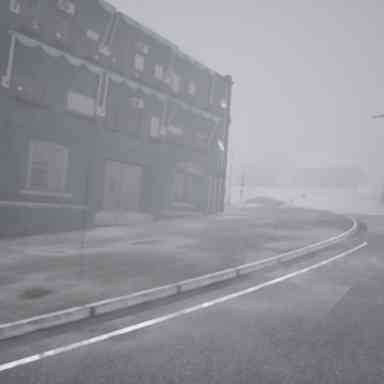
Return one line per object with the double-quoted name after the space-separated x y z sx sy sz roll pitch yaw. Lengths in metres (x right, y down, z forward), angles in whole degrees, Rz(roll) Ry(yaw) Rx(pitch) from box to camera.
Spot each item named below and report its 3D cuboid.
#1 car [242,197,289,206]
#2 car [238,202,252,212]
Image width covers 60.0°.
9.517 1.301 42.490 5.357 1.411 2.033 0 -5 37 "car"
10.150 2.852 63.090 2.002 1.452 4.674 2 -5 17 "car"
